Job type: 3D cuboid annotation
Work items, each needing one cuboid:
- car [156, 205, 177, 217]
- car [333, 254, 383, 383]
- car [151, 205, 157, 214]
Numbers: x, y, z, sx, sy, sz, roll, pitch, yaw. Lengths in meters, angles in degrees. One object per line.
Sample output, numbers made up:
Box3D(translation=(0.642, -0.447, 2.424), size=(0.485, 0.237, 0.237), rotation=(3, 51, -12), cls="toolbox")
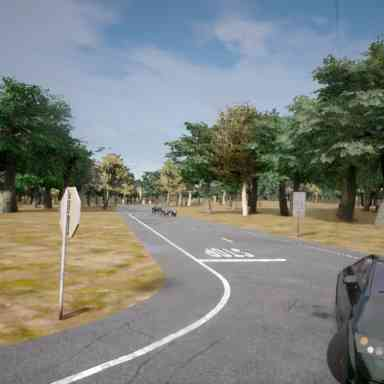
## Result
Box3D(translation=(-3.511, 2.861, 48.059), size=(1.895, 1.301, 4.718), rotation=(3, -2, -13), cls="car")
Box3D(translation=(3.134, 1.645, 4.664), size=(1.994, 1.385, 4.181), rotation=(1, -1, 22), cls="car")
Box3D(translation=(-5.778, 2.973, 56.902), size=(1.882, 1.535, 5.008), rotation=(3, -2, -14), cls="car")
